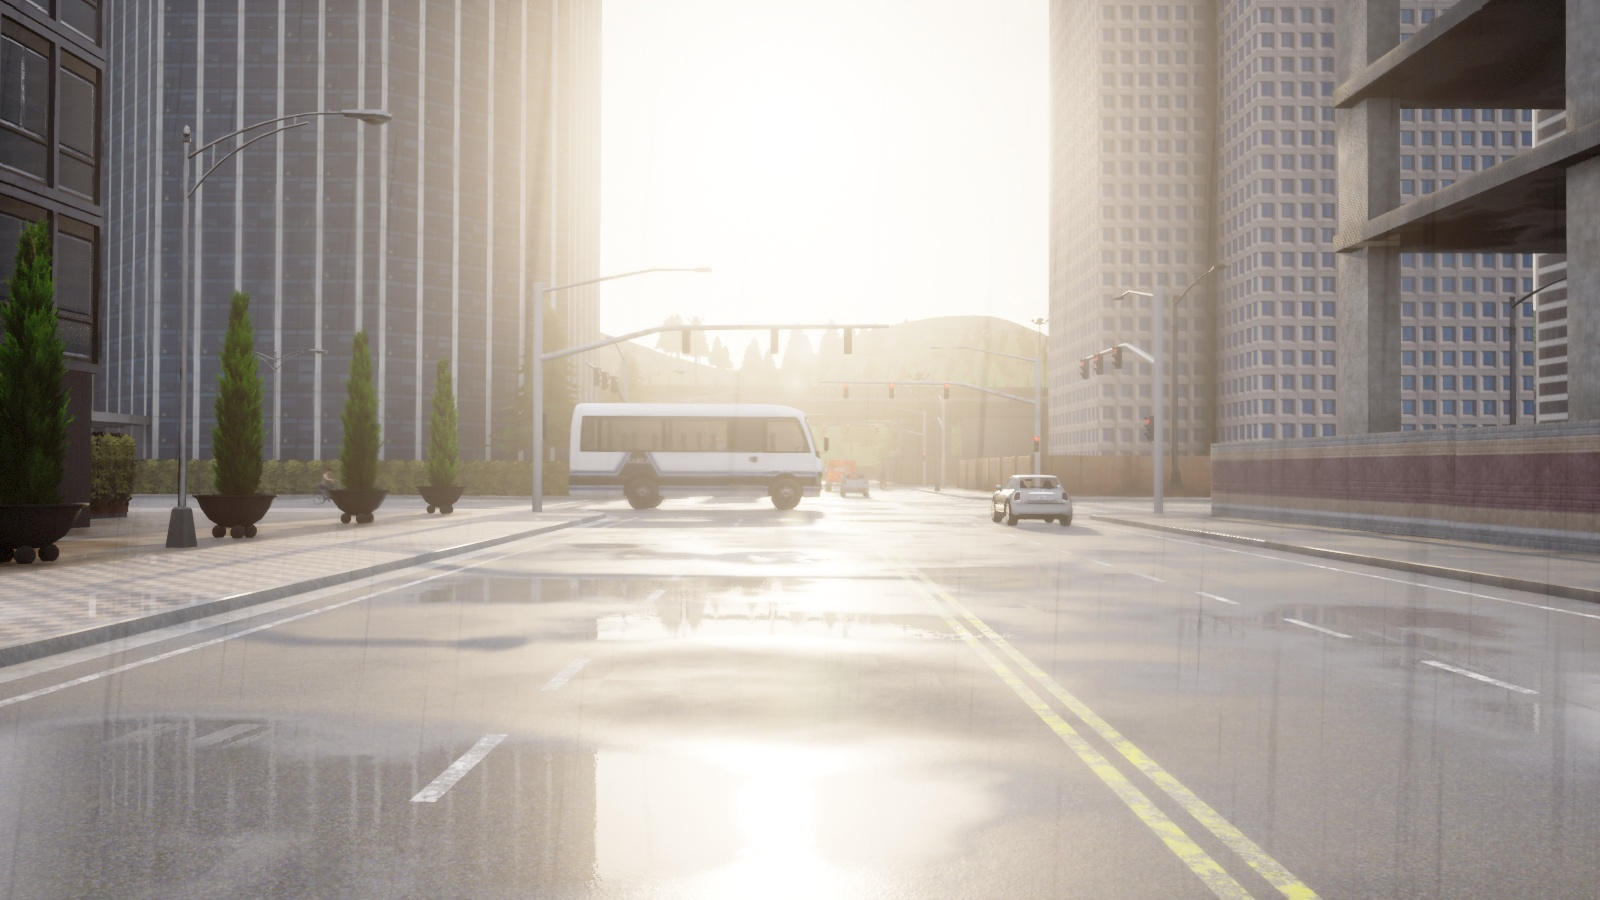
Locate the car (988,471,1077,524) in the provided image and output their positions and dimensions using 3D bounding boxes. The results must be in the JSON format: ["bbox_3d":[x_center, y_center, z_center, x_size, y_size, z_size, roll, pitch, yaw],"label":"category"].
[{"bbox_3d":[6.904,1.383,37.640,1.970,1.475,3.806,0,-1,0],"label":"car"}]

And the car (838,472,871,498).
[{"bbox_3d":[3.305,2.093,76.272,1.845,1.501,3.633,0,-1,0],"label":"car"}]

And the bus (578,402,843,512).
[{"bbox_3d":[-3.502,0.300,50.636,10.273,4.253,3.944,0,-1,-1],"label":"bus"}]

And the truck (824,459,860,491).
[{"bbox_3d":[3.248,1.956,97.989,2.627,2.467,5.204,0,-1,0],"label":"truck"}]
